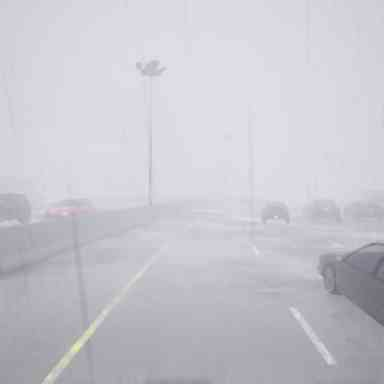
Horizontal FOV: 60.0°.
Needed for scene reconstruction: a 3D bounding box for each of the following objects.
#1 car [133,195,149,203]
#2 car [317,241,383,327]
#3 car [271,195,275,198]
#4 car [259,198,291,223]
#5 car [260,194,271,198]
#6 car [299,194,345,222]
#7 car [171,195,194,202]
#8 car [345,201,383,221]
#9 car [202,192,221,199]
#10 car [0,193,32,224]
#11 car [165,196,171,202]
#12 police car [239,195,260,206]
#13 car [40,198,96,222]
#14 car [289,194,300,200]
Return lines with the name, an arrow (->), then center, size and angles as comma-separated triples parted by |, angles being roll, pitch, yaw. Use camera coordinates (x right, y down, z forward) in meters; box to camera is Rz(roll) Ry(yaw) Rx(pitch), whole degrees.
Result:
car -> -8.904, 1.303, 60.410 | 1.994, 1.385, 4.181 | 0, 0, 22
car -> 3.794, 1.537, 5.538 | 2.033, 1.411, 5.357 | 0, 0, 3
car -> 14.923, 1.249, 64.548 | 1.801, 1.575, 5.366 | 0, 0, 27
car -> 6.168, 1.426, 24.944 | 1.837, 1.490, 4.892 | 0, 0, 11
car -> 12.270, 1.333, 59.146 | 1.812, 1.442, 4.674 | 0, 0, 25
car -> 9.859, 1.281, 25.565 | 2.097, 1.767, 4.553 | 0, 0, 11
car -> -1.257, 1.308, 60.662 | 2.033, 1.411, 5.357 | 0, 0, 23
car -> 13.678, 1.428, 26.738 | 2.128, 1.511, 4.902 | 0, 0, 12
car -> 3.875, 0.989, 63.444 | 2.150, 2.045, 5.566 | 0, 0, 25
car -> -12.448, 1.105, 20.904 | 2.150, 2.045, 5.566 | 0, 0, 8
car -> -3.333, 1.287, 64.613 | 2.033, 1.411, 5.357 | 0, 0, 24
police car -> 8.514, 1.255, 50.308 | 1.930, 1.638, 5.238 | 0, 0, 21
car -> -8.526, 1.236, 23.253 | 2.097, 1.767, 4.553 | 0, 0, 10
car -> 24.568, 1.185, 78.876 | 1.994, 1.385, 4.181 | 0, 0, 35
